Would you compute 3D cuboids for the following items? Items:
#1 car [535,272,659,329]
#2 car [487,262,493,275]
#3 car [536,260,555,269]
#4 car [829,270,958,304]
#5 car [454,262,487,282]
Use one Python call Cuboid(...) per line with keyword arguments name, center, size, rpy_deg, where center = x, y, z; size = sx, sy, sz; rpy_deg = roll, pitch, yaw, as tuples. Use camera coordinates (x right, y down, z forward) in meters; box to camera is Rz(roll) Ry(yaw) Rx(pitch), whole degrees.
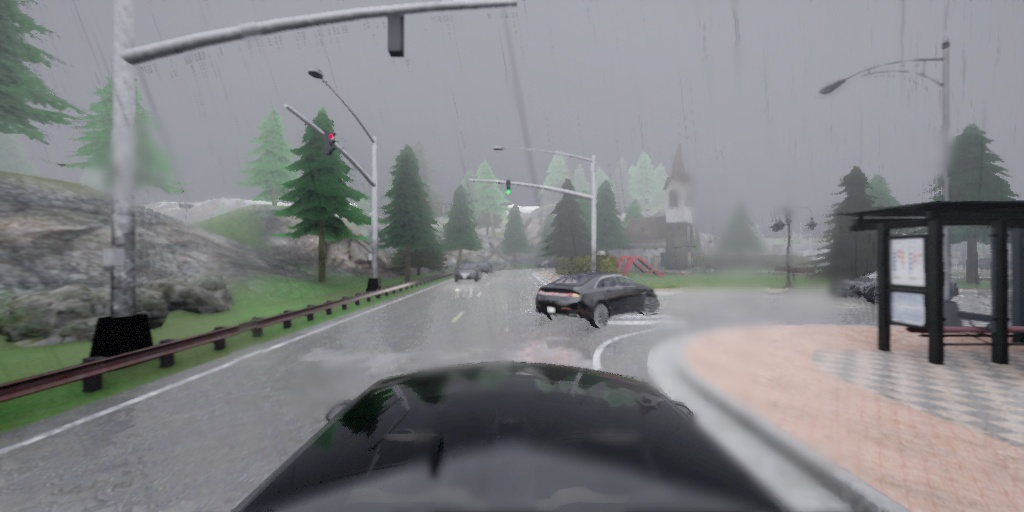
Cuboid(name="car", center=(2.870, 1.259, 11.462), size=(4.902, 1.511, 2.128), rpy_deg=(0, -1, -42))
Cuboid(name="car", center=(-3.439, 1.414, 42.477), size=(2.033, 1.411, 5.357), rpy_deg=(0, 0, 5))
Cuboid(name="car", center=(6.274, 1.434, 61.521), size=(4.892, 1.490, 1.837), rpy_deg=(1, -1, -41))
Cuboid(name="car", center=(16.944, 1.302, 16.007), size=(4.674, 1.442, 1.812), rpy_deg=(0, 0, 0))
Cuboid(name="car", center=(-3.576, 1.322, 29.712), size=(2.128, 1.511, 4.902), rpy_deg=(0, 0, 0))
